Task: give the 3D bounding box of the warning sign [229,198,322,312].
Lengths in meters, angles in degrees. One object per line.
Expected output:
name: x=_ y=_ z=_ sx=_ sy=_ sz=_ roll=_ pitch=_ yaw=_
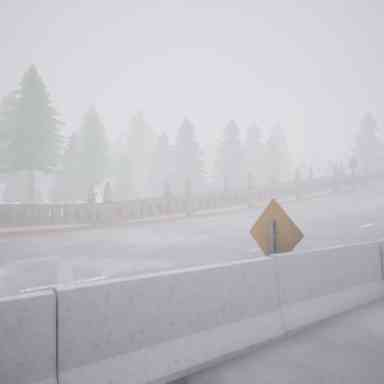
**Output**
warning sign: x=1.541 y=1.063 z=6.297 sx=1.060 sy=1.860 sz=1.300 roll=1 pitch=-2 yaw=-35
